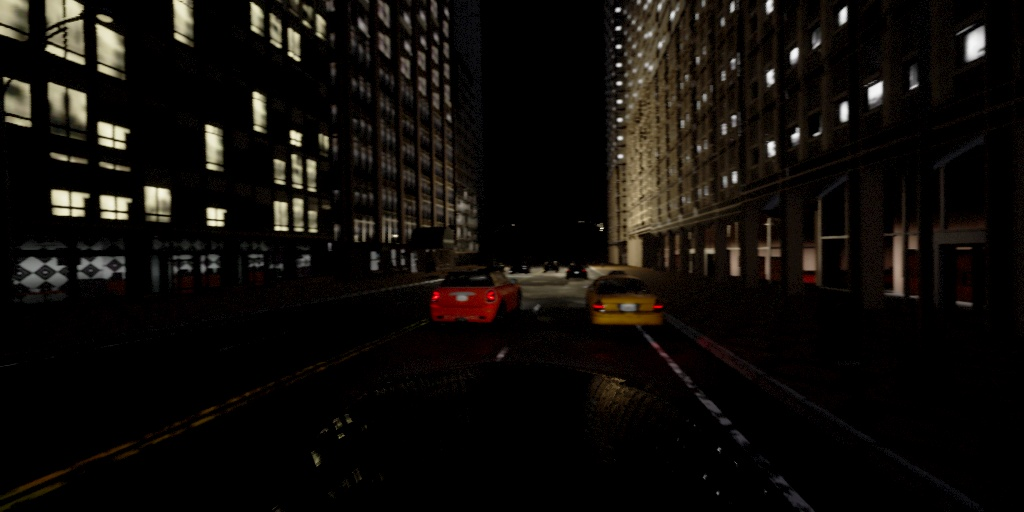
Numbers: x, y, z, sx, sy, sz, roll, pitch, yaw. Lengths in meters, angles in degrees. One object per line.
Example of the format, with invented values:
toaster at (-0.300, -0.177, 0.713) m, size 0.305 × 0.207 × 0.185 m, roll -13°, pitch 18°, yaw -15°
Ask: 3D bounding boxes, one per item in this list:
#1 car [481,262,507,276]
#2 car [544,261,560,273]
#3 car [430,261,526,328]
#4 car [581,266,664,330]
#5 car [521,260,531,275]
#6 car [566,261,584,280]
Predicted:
car at (-2.097, 1.533, 44.144) m, size 2.128 × 1.511 × 4.902 m, roll -1°, pitch 0°, yaw 10°
car at (5.245, 1.423, 47.309) m, size 2.128 × 1.511 × 4.902 m, roll -1°, pitch 0°, yaw 10°
car at (-0.990, 1.182, 11.899) m, size 2.097 × 1.767 × 4.553 m, roll -1°, pitch 0°, yaw 10°
car at (3.219, 1.209, 11.074) m, size 1.801 × 1.575 × 5.366 m, roll -1°, pitch 0°, yaw 10°
car at (0.976, 1.333, 42.901) m, size 2.097 × 1.767 × 4.553 m, roll -1°, pitch 0°, yaw 10°
car at (5.968, 1.404, 33.047) m, size 1.994 × 1.385 × 4.181 m, roll -1°, pitch 0°, yaw 11°
